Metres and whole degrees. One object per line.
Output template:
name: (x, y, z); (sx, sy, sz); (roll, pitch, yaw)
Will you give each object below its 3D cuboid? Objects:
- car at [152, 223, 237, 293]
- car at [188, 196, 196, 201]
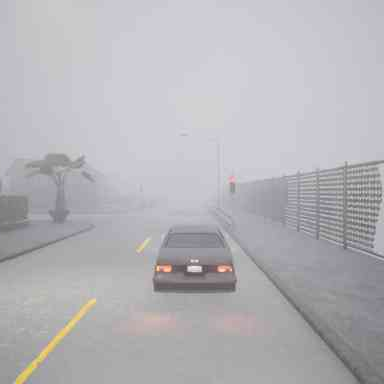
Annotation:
car: (0.072, 1.547, 8.994); (2.033, 1.411, 5.357); (0, 0, 1)
car: (0.080, 1.552, 82.894); (1.994, 1.385, 4.181); (0, 0, 0)
